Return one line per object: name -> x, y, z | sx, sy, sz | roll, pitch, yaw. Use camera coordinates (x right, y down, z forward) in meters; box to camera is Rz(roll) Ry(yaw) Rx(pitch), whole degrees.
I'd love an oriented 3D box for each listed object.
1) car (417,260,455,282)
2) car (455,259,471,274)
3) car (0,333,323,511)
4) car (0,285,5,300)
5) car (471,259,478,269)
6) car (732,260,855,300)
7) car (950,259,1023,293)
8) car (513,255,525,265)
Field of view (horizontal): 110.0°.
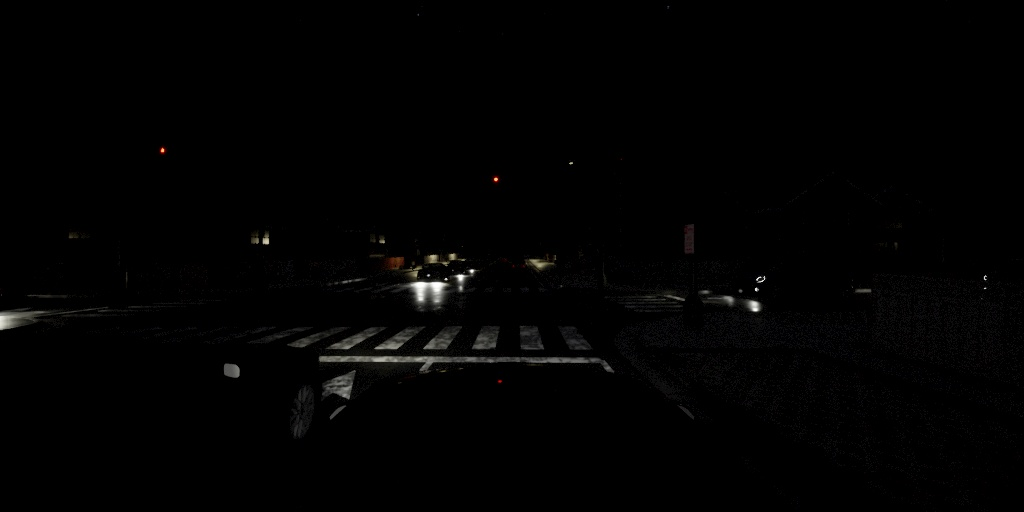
car -> -6.137, 1.251, 28.484 | 1.994, 1.385, 4.181 | 0, 0, 1
car -> -5.964, 1.166, 38.776 | 1.812, 1.442, 4.674 | 0, 0, 1
car -> -3.153, 1.228, 2.192 | 1.882, 1.535, 5.008 | 0, 0, 1
car -> -23.178, 1.142, 13.752 | 5.566, 2.045, 2.150 | 0, 0, 4
car -> -5.767, 1.061, 49.419 | 2.033, 1.411, 5.357 | 0, 1, 2
car -> 12.647, 0.994, 16.349 | 4.553, 1.767, 2.097 | 0, 0, -1
car -> 22.720, 0.914, 16.451 | 4.553, 1.767, 2.097 | 0, 0, 0
car -> 1.191, 0.596, 65.116 | 2.097, 1.767, 4.553 | 0, 1, 1
